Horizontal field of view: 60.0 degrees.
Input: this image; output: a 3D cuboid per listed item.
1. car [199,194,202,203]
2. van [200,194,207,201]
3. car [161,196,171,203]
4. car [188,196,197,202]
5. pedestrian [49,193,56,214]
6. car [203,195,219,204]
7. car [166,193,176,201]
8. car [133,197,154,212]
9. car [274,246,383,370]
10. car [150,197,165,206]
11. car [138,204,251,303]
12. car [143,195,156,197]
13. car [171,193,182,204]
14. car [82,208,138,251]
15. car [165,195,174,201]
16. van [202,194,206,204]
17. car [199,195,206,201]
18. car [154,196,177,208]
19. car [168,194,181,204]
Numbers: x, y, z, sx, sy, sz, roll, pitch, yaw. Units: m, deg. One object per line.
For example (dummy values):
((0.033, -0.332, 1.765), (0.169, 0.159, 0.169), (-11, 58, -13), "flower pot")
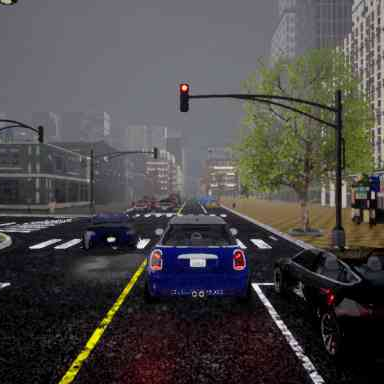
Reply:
((2.774, 1.556, 60.386), (2.008, 1.369, 4.403), (0, 0, 0), "car")
((2.805, 1.349, 82.590), (1.690, 1.788, 3.998), (0, 0, 0), "van")
((-5.592, 1.532, 71.327), (1.752, 1.417, 4.829), (0, 0, 0), "car")
((0.106, 1.547, 79.206), (2.033, 1.411, 5.357), (0, 0, 0), "car")
((-12.710, 1.039, 30.205), (0.375, 1.860, 0.375), (0, -1, -1), "pedestrian")
((2.752, 1.528, 43.903), (1.752, 1.417, 4.829), (0, 0, 0), "car")
((-5.568, 1.324, 88.150), (2.192, 1.841, 5.009), (0, 0, 0), "car")
((-5.636, 1.584, 38.191), (1.802, 1.307, 4.206), (0, 0, 0), "car")
((2.701, 1.566, 5.704), (1.947, 1.339, 4.313), (0, 0, 0), "car")
((-5.614, 1.555, 54.844), (2.008, 1.369, 4.403), (0, 0, 0), "car")
((0.111, 1.352, 8.372), (2.097, 1.767, 4.553), (0, 0, 0), "car")
((-5.628, 1.318, 43.742), (2.192, 1.841, 5.009), (0, 0, 0), "car")
((-2.992, 1.226, 59.008), (2.150, 2.045, 5.566), (0, 0, 1), "car")
((-3.440, 1.565, 14.166), (1.994, 1.385, 4.181), (0, 0, -14), "car")
((-5.577, 1.559, 82.599), (2.008, 1.369, 4.403), (0, 0, 0), "car")
((2.760, 1.345, 49.284), (1.690, 1.788, 3.998), (0, 0, 0), "van")
((2.812, 1.534, 88.311), (1.752, 1.417, 4.829), (0, 0, 0), "car")
((-3.041, 1.528, 38.477), (1.812, 1.442, 4.674), (0, 0, -2), "car")
((-3.033, 1.481, 48.511), (1.882, 1.535, 5.008), (0, 0, 0), "car")
